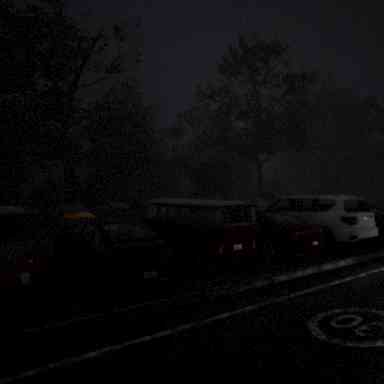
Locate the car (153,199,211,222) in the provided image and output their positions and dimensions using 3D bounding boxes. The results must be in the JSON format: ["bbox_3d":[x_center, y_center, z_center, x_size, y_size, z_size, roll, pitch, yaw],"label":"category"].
[{"bbox_3d":[-0.879,1.386,25.918,2.163,1.488,4.792,-1,0,-36],"label":"car"}]

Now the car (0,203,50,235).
[{"bbox_3d":[-9.928,1.482,19.419,2.002,1.452,4.674,-1,0,-35],"label":"car"}]

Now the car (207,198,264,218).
[{"bbox_3d":[3.673,1.319,29.127,2.097,1.535,5.008,0,0,-36],"label":"car"}]

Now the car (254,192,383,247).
[{"bbox_3d":[4.564,1.125,13.732,2.435,2.045,5.566,-1,0,-36],"label":"car"}]

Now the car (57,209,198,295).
[{"bbox_3d":[-2.259,1.442,8.819,2.231,1.521,4.892,-1,0,-36],"label":"car"}]

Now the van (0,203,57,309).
[{"bbox_3d":[-4.479,1.237,7.099,1.878,1.987,4.442,-1,0,-36],"label":"van"}]

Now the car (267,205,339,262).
[{"bbox_3d":[2.304,1.397,12.076,2.097,1.535,5.008,-1,0,-36],"label":"car"}]

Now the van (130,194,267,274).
[{"bbox_3d":[-0.050,1.193,10.545,1.878,1.987,4.442,-1,0,-36],"label":"van"}]

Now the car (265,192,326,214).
[{"bbox_3d":[10.383,1.025,33.891,2.435,2.045,5.566,0,0,-36],"label":"car"}]

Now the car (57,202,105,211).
[{"bbox_3d":[-7.555,1.418,20.888,1.946,1.575,5.366,-1,0,-36],"label":"car"}]

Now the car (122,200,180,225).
[{"bbox_3d":[-3.111,1.407,24.252,2.163,1.488,4.792,-1,0,-36],"label":"car"}]

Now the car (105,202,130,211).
[{"bbox_3d":[-5.392,1.399,22.653,2.097,1.535,5.008,-1,0,-36],"label":"car"}]

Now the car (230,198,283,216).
[{"bbox_3d":[5.837,1.343,30.676,2.002,1.452,4.674,0,0,-36],"label":"car"}]

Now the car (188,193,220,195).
[{"bbox_3d":[1.418,1.085,27.488,2.435,2.045,5.566,-1,0,-36],"label":"car"}]

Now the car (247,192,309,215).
[{"bbox_3d":[8.218,1.037,32.343,2.435,2.045,5.566,0,0,-36],"label":"car"}]
